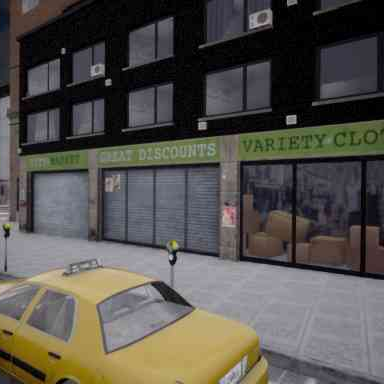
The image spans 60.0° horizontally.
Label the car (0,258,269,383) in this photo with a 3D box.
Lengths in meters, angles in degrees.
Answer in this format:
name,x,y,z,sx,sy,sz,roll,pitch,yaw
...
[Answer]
name,x,y,z,sx,sy,sz,roll,pitch,yaw
car,-1.523,1.524,4.177,4.829,1.417,1.752,0,1,35
